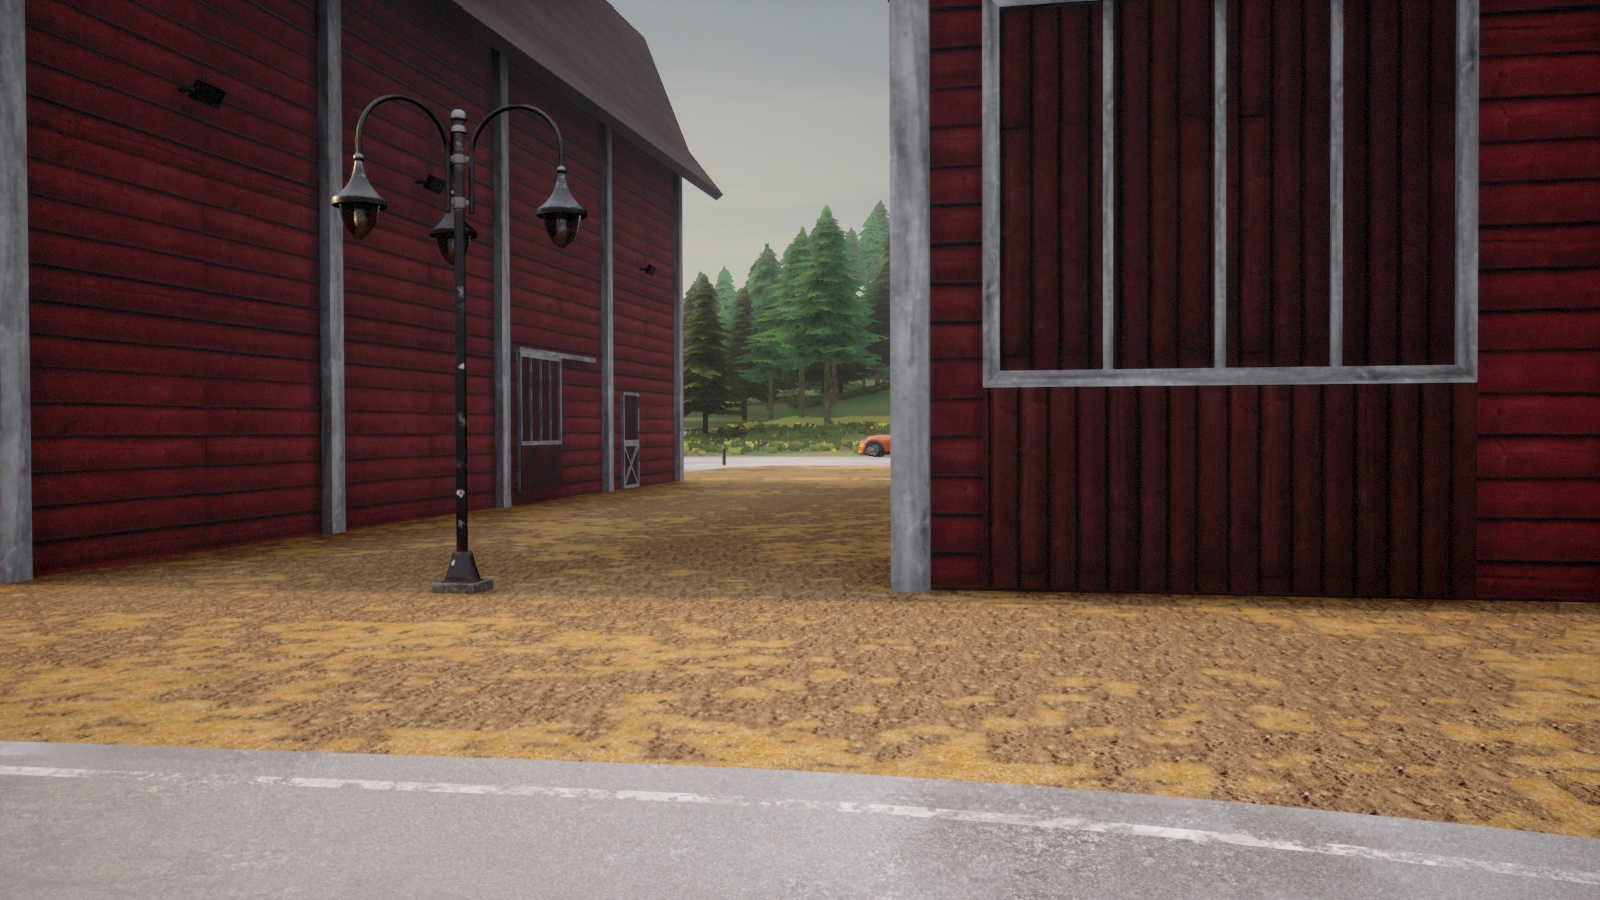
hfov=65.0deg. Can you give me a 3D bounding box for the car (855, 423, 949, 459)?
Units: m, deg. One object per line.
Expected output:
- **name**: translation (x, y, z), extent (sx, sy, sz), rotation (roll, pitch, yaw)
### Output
- **car**: translation (5.237, -0.458, 64.153), extent (4.553, 1.767, 2.097), rotation (0, 1, 12)
